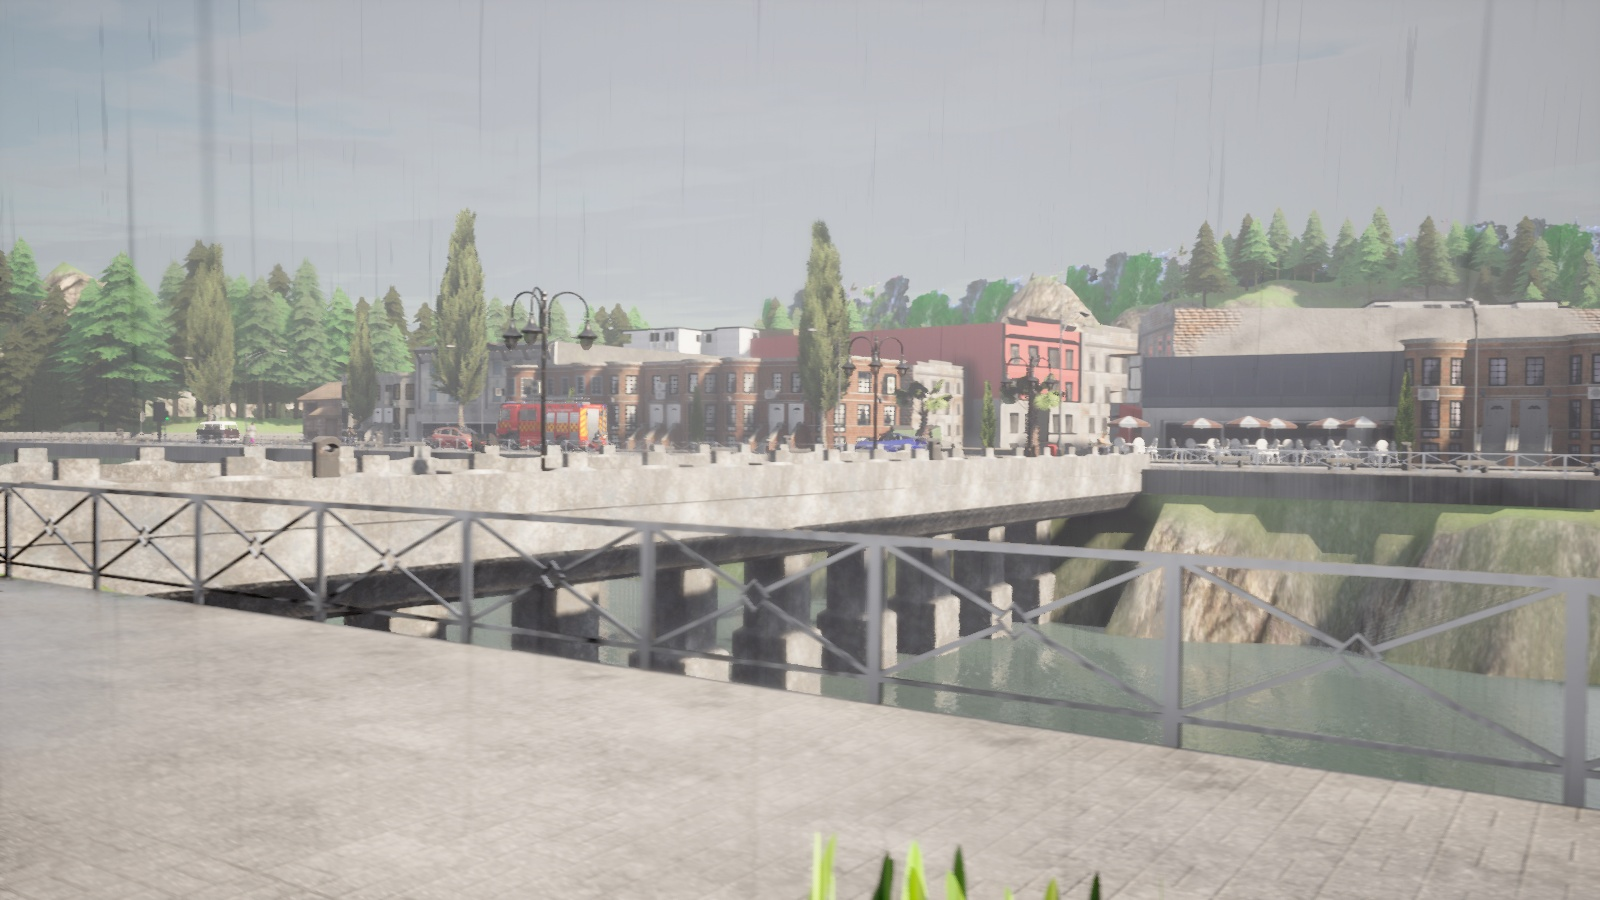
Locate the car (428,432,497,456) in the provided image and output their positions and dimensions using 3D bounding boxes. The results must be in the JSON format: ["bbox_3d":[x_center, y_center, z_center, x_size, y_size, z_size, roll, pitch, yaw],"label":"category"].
[{"bbox_3d":[-24.069,-0.427,89.437,4.611,1.667,2.242,0,1,34],"label":"car"}]

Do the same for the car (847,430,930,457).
[{"bbox_3d":[5.277,-0.390,74.755,4.514,1.525,2.007,0,1,34],"label":"car"}]

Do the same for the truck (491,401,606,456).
[{"bbox_3d":[-18.115,-1.501,90.266,8.468,3.827,2.891,0,1,34],"label":"truck"}]
